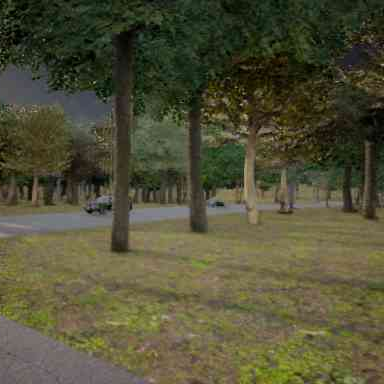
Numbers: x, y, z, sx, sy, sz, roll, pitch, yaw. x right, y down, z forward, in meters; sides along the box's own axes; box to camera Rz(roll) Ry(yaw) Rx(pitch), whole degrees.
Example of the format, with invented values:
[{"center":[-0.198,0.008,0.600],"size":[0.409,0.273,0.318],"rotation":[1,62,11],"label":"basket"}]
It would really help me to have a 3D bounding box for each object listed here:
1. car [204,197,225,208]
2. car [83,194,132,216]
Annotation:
[{"center":[3.664,1.630,54.638],"size":[2.097,1.767,4.553],"rotation":[3,1,32],"label":"car"},{"center":[-8.693,1.278,34.942],"size":[2.150,2.045,5.566],"rotation":[3,1,32],"label":"car"}]
